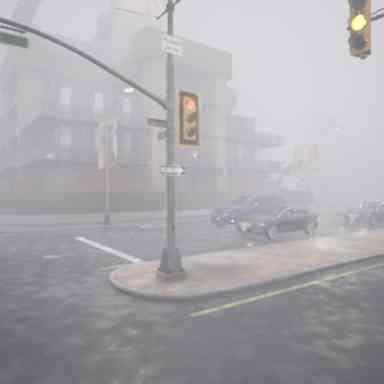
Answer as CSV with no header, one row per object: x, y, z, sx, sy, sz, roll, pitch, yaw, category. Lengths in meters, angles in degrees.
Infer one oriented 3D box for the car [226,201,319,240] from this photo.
4.428,1.444,16.881,4.902,1.511,2.128,0,0,-35,car

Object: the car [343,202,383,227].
12.110,1.410,22.352,4.902,1.511,2.128,0,0,-35,car

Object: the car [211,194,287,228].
3.764,1.168,20.679,5.566,2.045,2.150,0,0,-35,car
